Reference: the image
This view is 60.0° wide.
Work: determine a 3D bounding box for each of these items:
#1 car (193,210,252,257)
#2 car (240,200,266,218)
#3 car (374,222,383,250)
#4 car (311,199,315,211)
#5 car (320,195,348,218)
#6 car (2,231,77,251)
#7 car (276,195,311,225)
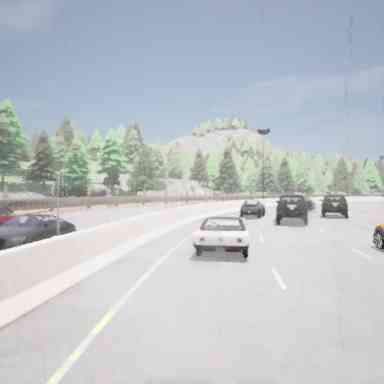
[{"bbox_3d":[1.265,1.602,13.065,1.895,1.301,4.718,0,0,8],"label":"car"},{"bbox_3d":[5.588,1.501,30.280,2.128,1.511,4.902,0,0,19],"label":"car"},{"bbox_3d":[8.121,1.371,11.417,2.097,1.767,4.553,0,0,7],"label":"car"},{"bbox_3d":[14.009,1.506,40.985,1.882,1.535,5.008,0,0,27],"label":"car"},{"bbox_3d":[13.330,1.250,31.167,2.150,2.045,5.566,0,0,21],"label":"car"},{"bbox_3d":[-6.070,1.548,12.666,1.994,1.385,4.181,0,0,8],"label":"car"},{"bbox_3d":[7.489,1.231,24.923,2.150,2.045,5.566,0,-1,17],"label":"car"}]
